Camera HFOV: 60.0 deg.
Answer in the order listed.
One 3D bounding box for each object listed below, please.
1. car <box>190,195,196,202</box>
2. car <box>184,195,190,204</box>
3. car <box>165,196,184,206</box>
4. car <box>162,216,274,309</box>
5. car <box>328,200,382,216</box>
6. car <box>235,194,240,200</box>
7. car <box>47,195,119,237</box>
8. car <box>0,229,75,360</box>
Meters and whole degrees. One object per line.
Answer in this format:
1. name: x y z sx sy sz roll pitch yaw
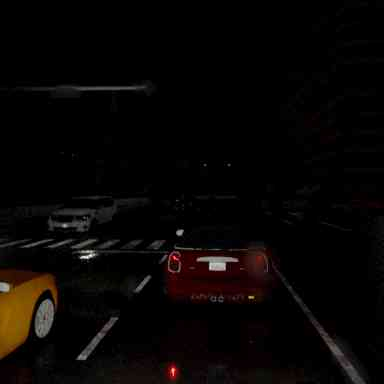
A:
1. car: -0.468 1.499 73.238 1.837 1.490 4.892 0 0 13
2. car: -2.089 1.477 62.612 1.882 1.535 5.008 0 0 6
3. car: -2.930 1.351 52.939 2.097 1.767 4.553 0 0 5
4. car: 0.644 1.352 8.082 2.097 1.767 4.553 0 0 5
5. car: 16.300 1.533 33.402 5.008 1.535 1.882 0 0 5
6. car: 13.690 1.354 90.326 4.553 1.767 2.097 0 0 -41
7. car: -5.738 1.222 18.329 2.150 2.045 5.566 0 0 5
8. car: -3.268 1.478 3.473 1.882 1.535 5.008 0 0 5
